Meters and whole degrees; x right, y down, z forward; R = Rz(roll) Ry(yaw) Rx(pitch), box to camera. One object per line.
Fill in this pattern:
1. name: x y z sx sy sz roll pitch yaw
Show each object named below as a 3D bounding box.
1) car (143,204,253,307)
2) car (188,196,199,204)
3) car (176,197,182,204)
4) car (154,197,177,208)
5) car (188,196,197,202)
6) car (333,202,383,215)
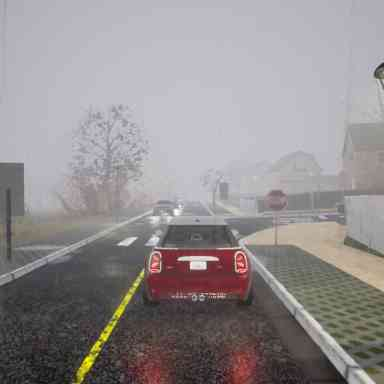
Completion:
1. car: 0.115 1.351 8.158 2.097 1.767 4.553 0 0 0
2. car: 0.225 1.561 65.268 1.812 1.442 4.674 0 0 0
3. car: -2.761 1.616 44.664 1.895 1.301 4.718 0 0 0
4. car: -2.784 1.532 33.289 1.812 1.442 4.674 0 0 0
5. car: 0.147 1.604 75.569 1.994 1.385 4.181 0 0 0
6. car: 11.638 0.862 21.385 4.718 1.301 1.895 -3 0 15
